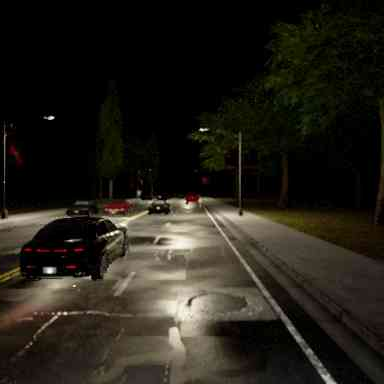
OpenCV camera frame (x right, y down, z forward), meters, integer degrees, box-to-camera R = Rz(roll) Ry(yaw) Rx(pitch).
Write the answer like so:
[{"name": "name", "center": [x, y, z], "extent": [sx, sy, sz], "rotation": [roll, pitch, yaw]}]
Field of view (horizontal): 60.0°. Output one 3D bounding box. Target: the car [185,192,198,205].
[{"name": "car", "center": [0.091, 1.058, 56.511], "extent": [2.150, 2.045, 5.566], "rotation": [0, 0, 0]}]

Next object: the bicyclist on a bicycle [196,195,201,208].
[{"name": "bicyclist on a bicycle", "center": [0.915, 1.239, 44.998], "extent": [0.659, 1.776, 1.843], "rotation": [0, 0, 0]}]

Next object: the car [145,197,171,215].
[{"name": "car", "center": [-3.135, 1.467, 32.903], "extent": [1.994, 1.385, 4.181], "rotation": [0, 0, 0]}]

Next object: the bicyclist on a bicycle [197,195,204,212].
[{"name": "bicyclist on a bicycle", "center": [0.929, 1.329, 36.665], "extent": [0.866, 1.612, 1.509], "rotation": [0, 0, 0]}]

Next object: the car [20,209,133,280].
[{"name": "car", "center": [-3.145, 1.475, 9.778], "extent": [1.837, 1.490, 4.892], "rotation": [0, 0, 0]}]

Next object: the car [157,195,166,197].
[{"name": "car", "center": [-6.466, 1.338, 71.615], "extent": [1.994, 1.385, 4.181], "rotation": [0, 0, 0]}]

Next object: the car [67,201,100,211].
[{"name": "car", "center": [-9.832, 1.475, 30.282], "extent": [1.994, 1.385, 4.181], "rotation": [0, 0, 0]}]

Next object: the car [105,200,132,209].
[{"name": "car", "center": [-6.583, 1.437, 30.143], "extent": [1.812, 1.442, 4.674], "rotation": [0, 0, 0]}]

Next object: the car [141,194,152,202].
[{"name": "car", "center": [-9.716, 1.263, 71.616], "extent": [1.882, 1.535, 5.008], "rotation": [0, 0, 0]}]
